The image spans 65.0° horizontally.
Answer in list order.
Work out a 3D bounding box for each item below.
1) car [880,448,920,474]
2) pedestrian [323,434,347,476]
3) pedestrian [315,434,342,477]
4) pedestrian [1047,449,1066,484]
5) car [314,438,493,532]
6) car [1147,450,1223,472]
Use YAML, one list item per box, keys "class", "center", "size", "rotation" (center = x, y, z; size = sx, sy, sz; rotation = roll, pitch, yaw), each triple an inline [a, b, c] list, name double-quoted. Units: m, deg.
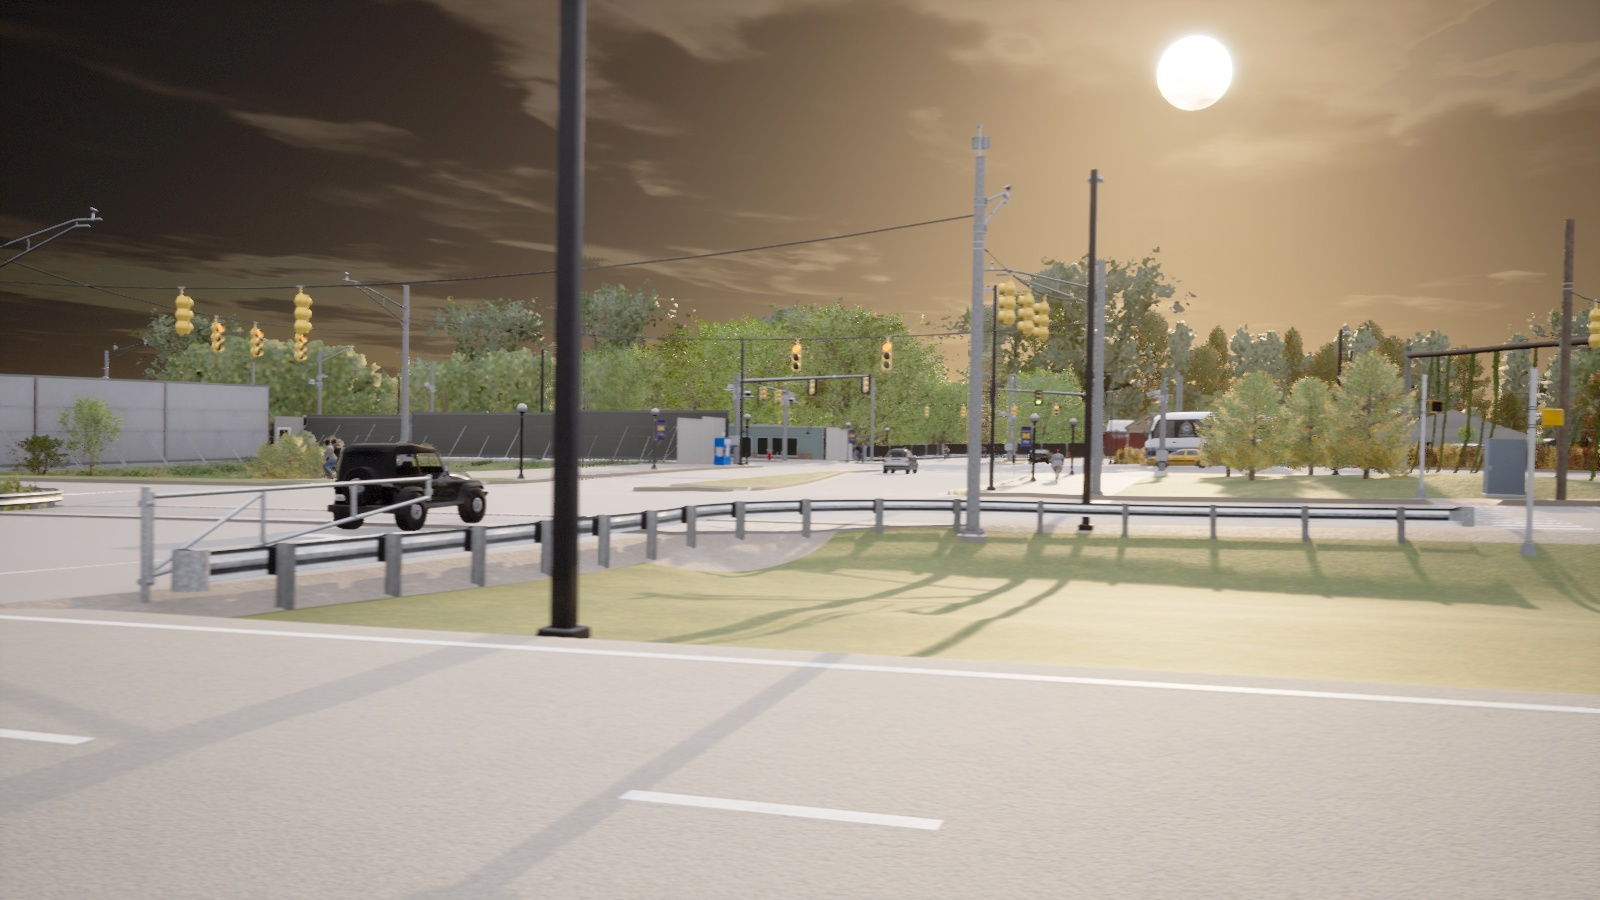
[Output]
- class: "car"
  center: [6.520, 0.742, 81.353]
  size: [1.851, 1.617, 3.988]
  rotation: [1, 0, 15]
- class: "pedestrian"
  center: [-21.159, 0.214, 57.144]
  size: [0.849, 1.883, 0.563]
  rotation: [2, 1, 11]
- class: "pedestrian"
  center: [-21.139, 0.239, 56.280]
  size: [0.900, 1.855, 0.874]
  rotation: [1, 1, -4]
- class: "pedestrian"
  center: [13.766, 0.885, 67.373]
  size: [0.874, 1.855, 0.900]
  rotation: [2, 1, 18]
- class: "car"
  center: [-8.754, 0.701, 28.061]
  size: [1.905, 1.878, 3.866]
  rotation: [1, 1, 19]
- class: "car"
  center: [28.822, 0.784, 94.047]
  size: [5.366, 1.575, 1.801]
  rotation: [0, 1, 18]
